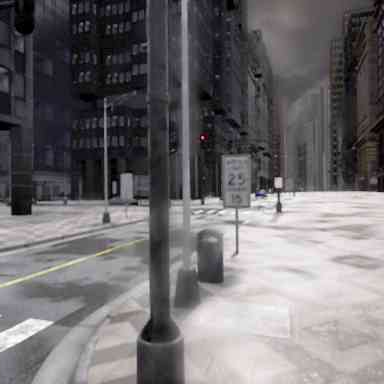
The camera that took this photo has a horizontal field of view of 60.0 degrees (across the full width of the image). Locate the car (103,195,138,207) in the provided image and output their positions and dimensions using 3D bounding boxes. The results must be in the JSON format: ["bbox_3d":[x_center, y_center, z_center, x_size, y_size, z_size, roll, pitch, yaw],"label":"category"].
[{"bbox_3d":[-8.659,1.058,40.410,4.181,1.385,1.994,-1,0,20],"label":"car"}]

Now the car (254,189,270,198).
[{"bbox_3d":[13.241,0.305,63.986,1.882,1.535,5.008,-1,1,19],"label":"car"}]

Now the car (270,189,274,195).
[{"bbox_3d":[18.266,-0.018,78.639,1.837,1.490,4.892,-1,1,19],"label":"car"}]

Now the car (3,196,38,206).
[{"bbox_3d":[-23.489,1.118,45.555,4.902,1.511,2.128,0,0,19],"label":"car"}]
